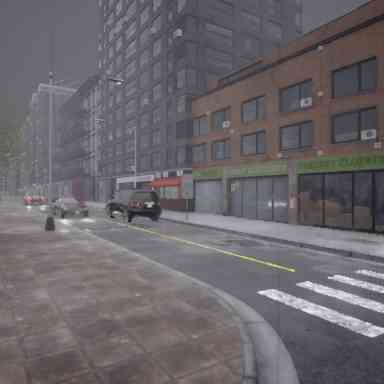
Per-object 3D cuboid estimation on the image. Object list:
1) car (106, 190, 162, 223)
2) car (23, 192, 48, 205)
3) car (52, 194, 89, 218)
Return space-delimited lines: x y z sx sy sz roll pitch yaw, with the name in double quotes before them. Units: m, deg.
"car" -3.999 0.886 22.344 2.150 2.045 5.566 0 1 -32
"car" -19.982 0.751 42.029 2.097 1.767 4.553 0 0 -33
"car" -9.152 1.105 24.910 1.812 1.442 4.674 0 1 -33
